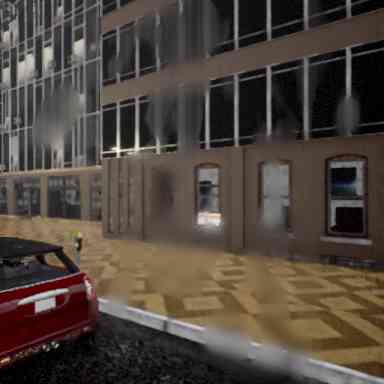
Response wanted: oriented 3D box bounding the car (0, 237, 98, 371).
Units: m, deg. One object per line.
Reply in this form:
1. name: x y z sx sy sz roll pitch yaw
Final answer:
1. car: -3.424 1.442 5.317 4.097 1.590 1.967 0 0 35
